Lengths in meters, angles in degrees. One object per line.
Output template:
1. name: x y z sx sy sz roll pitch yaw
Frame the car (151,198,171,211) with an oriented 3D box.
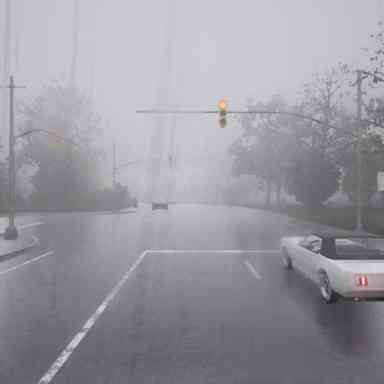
1. car: -4.002 1.546 42.566 1.882 1.535 5.008 0 -1 -3

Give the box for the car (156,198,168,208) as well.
1. car: -5.020 1.734 55.263 1.882 1.535 5.008 0 0 -7

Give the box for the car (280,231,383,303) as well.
1. car: 3.602 1.601 8.129 1.895 1.301 4.718 0 0 0

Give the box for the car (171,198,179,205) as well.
1. car: -4.942 2.248 73.752 1.895 1.301 4.718 0 -1 -19

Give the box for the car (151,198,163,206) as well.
1. car: -7.397 2.072 69.387 1.837 1.490 4.892 0 -1 -13

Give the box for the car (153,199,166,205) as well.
1. car: -8.196 2.461 83.078 1.895 1.301 4.718 0 -1 -25
